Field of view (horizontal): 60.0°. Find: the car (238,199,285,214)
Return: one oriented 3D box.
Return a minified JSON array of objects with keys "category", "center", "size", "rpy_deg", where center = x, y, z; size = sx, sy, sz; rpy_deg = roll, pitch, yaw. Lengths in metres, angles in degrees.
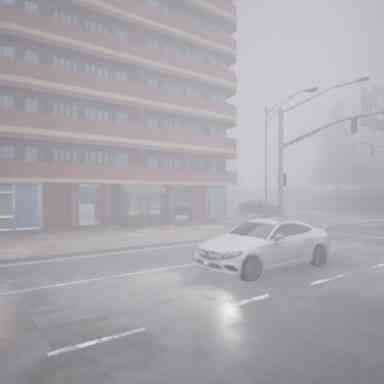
[{"category":"car","center":[6.669,1.478,32.182],"size":[1.882,1.535,5.008],"rpy_deg":[0,0,-36]}]

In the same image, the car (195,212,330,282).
[{"category":"car","center":[2.255,1.526,9.912],"size":[4.674,1.442,1.812],"rpy_deg":[0,0,-35]}]
